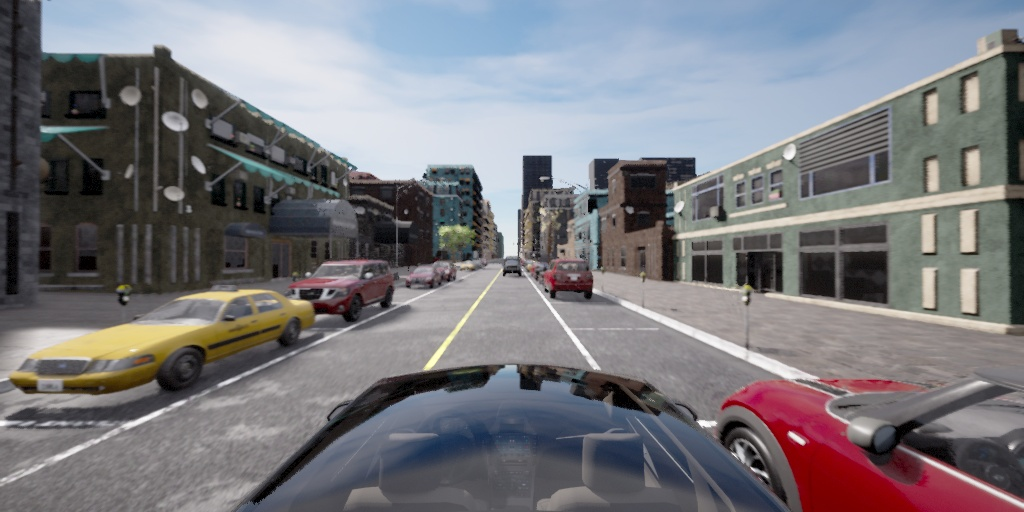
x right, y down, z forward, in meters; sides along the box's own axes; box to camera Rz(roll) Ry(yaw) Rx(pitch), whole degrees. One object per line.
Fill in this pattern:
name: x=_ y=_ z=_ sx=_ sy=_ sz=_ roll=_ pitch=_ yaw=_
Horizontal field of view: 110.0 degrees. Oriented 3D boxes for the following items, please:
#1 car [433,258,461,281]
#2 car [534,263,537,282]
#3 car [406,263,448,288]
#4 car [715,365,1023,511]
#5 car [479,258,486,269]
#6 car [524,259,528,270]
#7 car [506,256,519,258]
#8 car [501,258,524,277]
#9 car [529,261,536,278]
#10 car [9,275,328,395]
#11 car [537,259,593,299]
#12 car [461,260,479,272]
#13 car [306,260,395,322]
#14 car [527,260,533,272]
car: x=-5.676 y=1.188 z=29.124 sx=1.967 sy=1.591 sz=4.097 roll=0 pitch=0 yaw=0
car: x=2.702 y=1.314 z=23.586 sx=1.948 sy=1.339 sz=4.313 roll=0 pitch=0 yaw=0
car: x=-5.679 y=1.330 z=23.591 sx=1.802 sy=1.307 sz=4.207 roll=0 pitch=0 yaw=0
car: x=2.692 y=1.190 z=1.454 sx=1.967 sy=1.591 sz=4.097 roll=0 pitch=0 yaw=0
car: x=-5.788 y=1.303 z=58.433 sx=2.007 sy=1.370 sz=4.403 roll=0 pitch=0 yaw=0
car: x=2.771 y=1.274 z=45.582 sx=1.751 sy=1.417 sz=4.829 roll=0 pitch=0 yaw=0
car: x=0.030 y=0.974 z=47.466 sx=2.150 sy=2.045 sz=5.566 roll=0 pitch=0 yaw=0
car: x=0.016 y=1.253 z=35.993 sx=1.837 sy=1.490 sz=4.892 roll=0 pitch=0 yaw=0
car: x=2.704 y=1.314 z=29.119 sx=1.948 sy=1.339 sz=4.313 roll=0 pitch=0 yaw=0
car: x=-5.686 y=1.275 z=6.821 sx=1.751 sy=1.417 sz=4.829 roll=0 pitch=0 yaw=0
car: x=2.700 y=1.062 z=18.053 sx=2.192 sy=1.841 sz=5.009 roll=0 pitch=0 yaw=0
car: x=-5.739 y=1.275 z=47.198 sx=1.751 sy=1.417 sz=4.829 roll=0 pitch=0 yaw=0
car: x=-5.684 y=1.063 z=12.525 sx=2.192 sy=1.841 sz=5.009 roll=0 pitch=0 yaw=0
car: x=2.713 y=1.293 z=34.346 sx=1.888 sy=1.381 sz=4.507 roll=0 pitch=0 yaw=0
